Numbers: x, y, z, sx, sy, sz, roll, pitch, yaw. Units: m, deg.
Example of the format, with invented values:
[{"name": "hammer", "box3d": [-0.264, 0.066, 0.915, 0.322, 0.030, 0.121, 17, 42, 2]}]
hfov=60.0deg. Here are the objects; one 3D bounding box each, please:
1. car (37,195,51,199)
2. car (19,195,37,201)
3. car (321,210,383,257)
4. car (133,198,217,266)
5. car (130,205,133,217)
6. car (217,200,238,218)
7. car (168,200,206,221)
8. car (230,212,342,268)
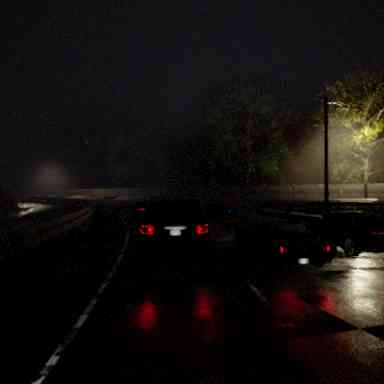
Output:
[{"name": "car", "box3d": [-39.465, 1.495, 86.321, 4.902, 1.511, 2.128, 0, 0, 37]}, {"name": "car", "box3d": [-41.609, 1.506, 83.554, 4.674, 1.442, 1.812, 0, 0, 37]}, {"name": "car", "box3d": [6.111, 1.472, 12.839, 1.837, 1.490, 4.892, 0, 0, -7]}, {"name": "car", "box3d": [-0.765, 1.216, 11.820, 2.150, 2.045, 5.566, 0, 0, -7]}, {"name": "car", "box3d": [-4.069, 1.501, 28.029, 1.837, 1.490, 4.892, 0, 0, -15]}, {"name": "car", "box3d": [2.524, 1.447, 30.340, 1.882, 1.535, 5.008, 0, 0, -16]}, {"name": "car", "box3d": [-0.521, 1.474, 28.264, 2.128, 1.511, 4.902, 0, 0, -15]}, {"name": "car", "box3d": [2.802, 1.582, 11.226, 1.895, 1.301, 4.718, 0, 0, -6]}]
